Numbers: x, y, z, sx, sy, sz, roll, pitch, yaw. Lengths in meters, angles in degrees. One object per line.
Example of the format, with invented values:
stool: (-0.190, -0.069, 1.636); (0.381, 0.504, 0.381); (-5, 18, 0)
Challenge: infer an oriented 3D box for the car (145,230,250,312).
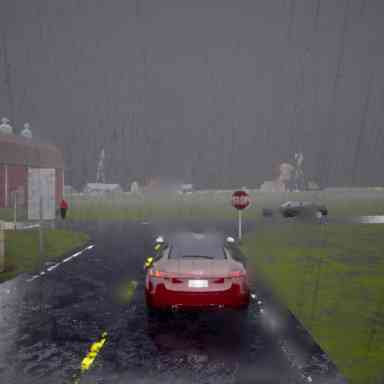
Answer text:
car: (0.087, 1.565, 7.799); (1.994, 1.385, 4.181); (0, 0, -1)

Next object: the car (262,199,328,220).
car: (7.976, 1.337, 25.947); (5.008, 1.535, 1.882); (-1, 0, -3)

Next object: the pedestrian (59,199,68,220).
pedestrian: (-11.273, 1.491, 29.142); (0.375, 1.860, 0.375); (0, 0, 4)
